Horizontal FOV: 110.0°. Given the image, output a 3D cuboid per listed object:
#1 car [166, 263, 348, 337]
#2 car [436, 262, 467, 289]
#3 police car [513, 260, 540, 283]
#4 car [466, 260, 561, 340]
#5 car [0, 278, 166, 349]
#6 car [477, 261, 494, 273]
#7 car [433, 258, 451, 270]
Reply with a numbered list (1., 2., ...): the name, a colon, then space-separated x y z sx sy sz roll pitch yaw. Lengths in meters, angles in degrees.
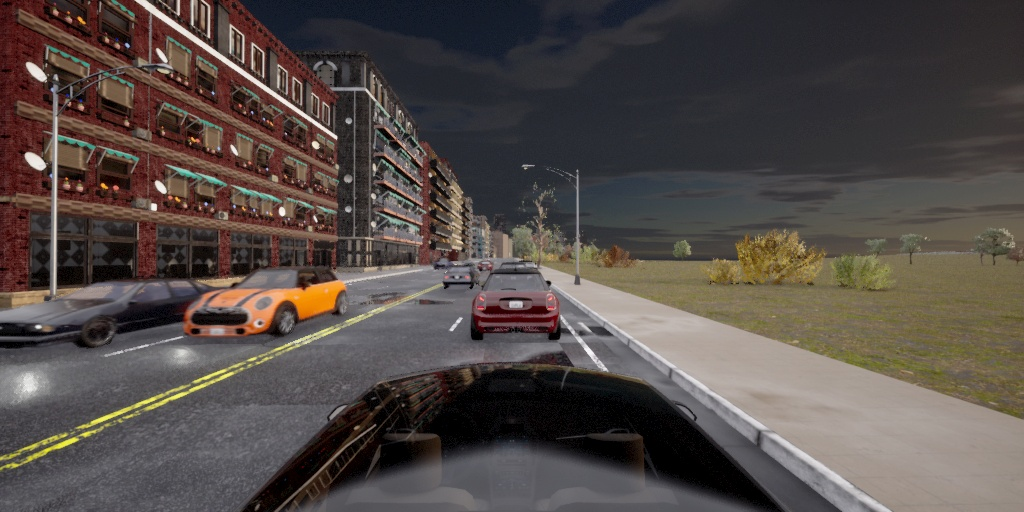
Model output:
1. car: -6.615 1.103 10.284 2.097 1.767 4.553 0 0 0
2. car: -3.190 1.300 23.230 2.033 1.411 5.357 0 0 0
3. police car: 1.096 1.178 29.380 1.930 1.638 5.238 0 0 0
4. car: 0.080 1.103 10.112 2.097 1.767 4.553 0 0 0
5. car: -9.863 1.298 9.462 2.033 1.411 5.357 0 0 0
6. car: -3.212 1.279 44.250 1.812 1.442 4.674 0 -1 0
7. car: -9.917 1.103 51.672 2.097 1.767 4.553 0 0 0
